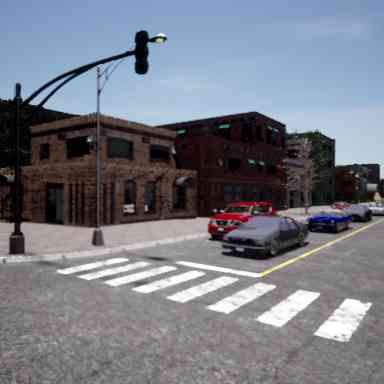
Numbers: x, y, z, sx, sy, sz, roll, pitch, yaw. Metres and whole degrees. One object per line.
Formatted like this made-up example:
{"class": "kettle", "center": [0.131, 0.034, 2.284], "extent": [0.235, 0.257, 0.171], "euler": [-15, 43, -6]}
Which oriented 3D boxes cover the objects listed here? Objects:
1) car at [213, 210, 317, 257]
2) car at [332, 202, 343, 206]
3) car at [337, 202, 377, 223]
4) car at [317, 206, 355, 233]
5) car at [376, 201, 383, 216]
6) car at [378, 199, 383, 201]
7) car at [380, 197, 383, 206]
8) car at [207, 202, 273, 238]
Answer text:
{"class": "car", "center": [3.340, 1.716, 14.190], "extent": [2.033, 1.411, 5.357], "euler": [0, 0, 37]}
{"class": "car", "center": [15.934, 1.824, 35.753], "extent": [1.967, 1.590, 4.097], "euler": [0, -1, 36]}
{"class": "car", "center": [14.934, 1.899, 29.984], "extent": [2.033, 1.411, 5.357], "euler": [0, 0, 36]}
{"class": "car", "center": [9.038, 1.859, 21.935], "extent": [1.895, 1.301, 4.718], "euler": [0, 0, 36]}
{"class": "car", "center": [21.015, 2.048, 38.223], "extent": [1.895, 1.301, 4.718], "euler": [0, 0, 37]}
{"class": "car", "center": [35.589, 2.243, 62.618], "extent": [2.008, 1.369, 4.403], "euler": [0, -1, 36]}
{"class": "car", "center": [42.142, 2.110, 71.576], "extent": [2.192, 1.841, 5.009], "euler": [0, -1, 36]}
{"class": "car", "center": [2.831, 1.492, 17.843], "extent": [2.192, 1.841, 5.009], "euler": [0, -1, 36]}
